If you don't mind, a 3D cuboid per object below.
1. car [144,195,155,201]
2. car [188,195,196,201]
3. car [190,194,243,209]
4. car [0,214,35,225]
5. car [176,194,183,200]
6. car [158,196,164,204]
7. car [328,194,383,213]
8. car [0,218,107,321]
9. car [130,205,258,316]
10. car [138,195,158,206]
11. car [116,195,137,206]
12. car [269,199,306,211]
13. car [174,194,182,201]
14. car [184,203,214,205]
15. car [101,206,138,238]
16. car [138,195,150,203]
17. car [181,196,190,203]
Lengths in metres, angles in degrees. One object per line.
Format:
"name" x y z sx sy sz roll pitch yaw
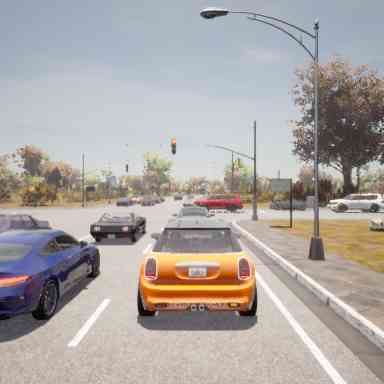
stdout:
"car" -10.568 1.525 83.199 2.128 1.511 4.902 0 0 0
"car" -0.066 1.552 85.849 1.994 1.385 4.181 0 0 0
"car" 2.865 1.223 36.767 5.566 2.045 2.150 0 0 3
"car" -7.147 1.547 12.546 2.033 1.411 5.357 0 0 0
"car" -3.535 1.374 95.036 1.812 1.442 4.674 0 0 1
"car" -7.103 1.477 63.838 1.882 1.535 5.008 0 0 0
"car" 17.695 1.219 35.948 5.566 2.045 2.150 0 0 3
"car" -3.406 1.526 7.191 1.812 1.442 4.674 0 0 0
"car" 0.094 1.352 7.659 2.097 1.767 4.553 0 0 0
"car" -7.125 1.505 54.360 1.837 1.490 4.892 0 0 1
"car" -10.643 1.547 53.164 2.033 1.411 5.357 0 0 1
"car" 11.439 1.564 39.863 4.181 1.385 1.994 0 0 5
"car" -3.567 1.492 84.628 1.837 1.490 4.892 0 0 0
"car" 0.086 1.505 16.616 1.837 1.490 4.892 0 0 0
"car" -3.414 1.601 16.349 1.895 1.301 4.718 0 0 0
"car" -10.561 1.478 72.863 1.882 1.535 5.008 0 0 0
"car" -0.263 1.601 50.065 1.895 1.301 4.718 0 0 1
